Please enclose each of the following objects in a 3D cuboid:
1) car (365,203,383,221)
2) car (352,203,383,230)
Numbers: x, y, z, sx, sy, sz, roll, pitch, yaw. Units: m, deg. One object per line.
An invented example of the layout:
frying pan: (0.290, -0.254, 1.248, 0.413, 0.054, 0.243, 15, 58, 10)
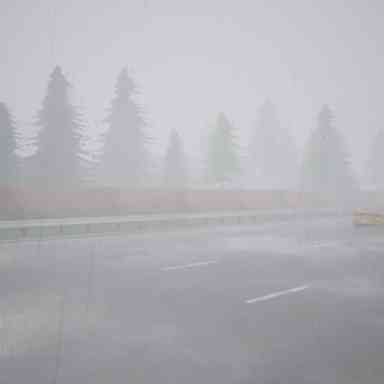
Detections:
car: (17.054, 1.676, 28.826, 4.181, 1.385, 1.994, 0, 0, -36)
car: (12.139, 1.558, 21.014, 5.008, 1.535, 1.882, 0, 0, -36)
